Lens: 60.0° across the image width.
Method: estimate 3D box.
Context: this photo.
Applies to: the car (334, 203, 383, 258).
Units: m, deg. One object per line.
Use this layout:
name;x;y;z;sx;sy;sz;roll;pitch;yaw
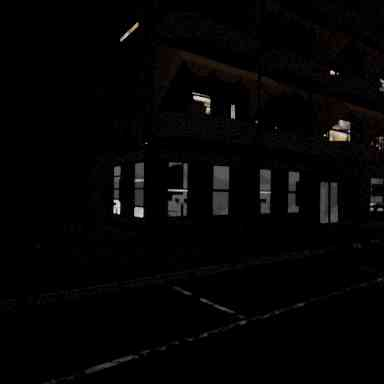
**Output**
car;7.072;1.319;11.583;5.009;1.841;2.192;0;1;-35
